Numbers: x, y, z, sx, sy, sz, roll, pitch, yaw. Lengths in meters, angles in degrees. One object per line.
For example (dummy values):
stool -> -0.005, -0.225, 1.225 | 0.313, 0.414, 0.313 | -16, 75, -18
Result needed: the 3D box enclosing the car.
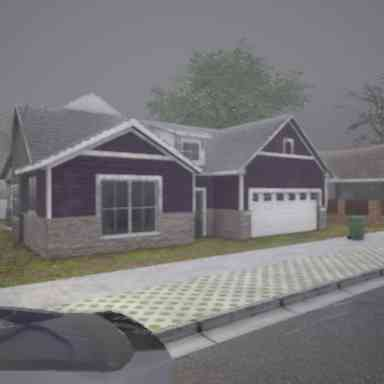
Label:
car -> -2.301, 1.496, 1.412 | 4.902, 1.511, 2.128 | 0, 0, -35
